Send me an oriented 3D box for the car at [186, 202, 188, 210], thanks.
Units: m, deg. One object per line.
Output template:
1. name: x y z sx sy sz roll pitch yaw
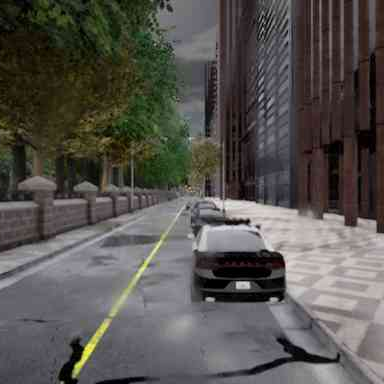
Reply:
1. car: 0.127 1.772 46.596 2.033 1.411 5.357 0 0 1

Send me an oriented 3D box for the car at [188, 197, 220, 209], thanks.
1. car: 0.954 1.472 24.376 2.097 1.767 4.553 0 0 0

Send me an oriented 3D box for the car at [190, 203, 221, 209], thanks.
1. car: 0.940 1.599 18.405 1.837 1.490 4.892 0 0 0

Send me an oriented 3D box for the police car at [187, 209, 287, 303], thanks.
1. police car: 0.917 1.472 8.516 1.930 1.638 5.238 0 0 0
